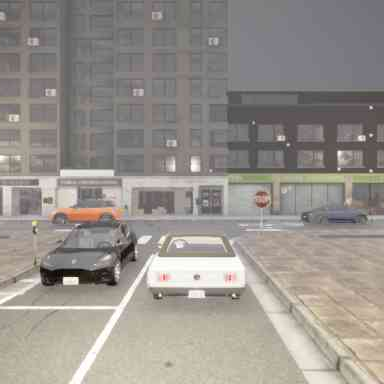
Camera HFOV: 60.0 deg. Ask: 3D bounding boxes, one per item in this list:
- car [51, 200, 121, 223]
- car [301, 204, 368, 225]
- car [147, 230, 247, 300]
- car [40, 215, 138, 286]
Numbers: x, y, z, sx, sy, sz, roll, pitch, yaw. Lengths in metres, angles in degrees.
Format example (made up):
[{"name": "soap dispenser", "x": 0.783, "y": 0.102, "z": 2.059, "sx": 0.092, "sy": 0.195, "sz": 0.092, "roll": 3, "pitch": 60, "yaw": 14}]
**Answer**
[{"name": "car", "x": -7.273, "y": 1.355, "z": 22.971, "sx": 4.553, "sy": 1.767, "sz": 2.097, "roll": 0, "pitch": 0, "yaw": 0}, {"name": "car", "x": 9.769, "y": 1.530, "z": 22.966, "sx": 4.181, "sy": 1.385, "sz": 1.994, "roll": 0, "pitch": 0, "yaw": 0}, {"name": "car", "x": 0.111, "y": 1.600, "z": 8.360, "sx": 1.895, "sy": 1.301, "sz": 4.718, "roll": 0, "pitch": 0, "yaw": 1}, {"name": "car", "x": -2.642, "y": 1.564, "z": 9.420, "sx": 1.947, "sy": 1.339, "sz": 4.313, "roll": 0, "pitch": 0, "yaw": 0}]
